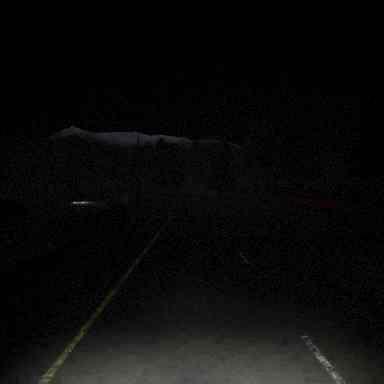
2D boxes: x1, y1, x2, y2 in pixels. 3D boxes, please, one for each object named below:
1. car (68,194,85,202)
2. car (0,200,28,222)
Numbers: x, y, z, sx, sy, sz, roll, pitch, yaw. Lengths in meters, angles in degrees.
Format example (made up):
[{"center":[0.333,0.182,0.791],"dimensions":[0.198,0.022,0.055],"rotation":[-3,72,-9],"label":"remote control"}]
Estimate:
[{"center":[-19.313,0.979,55.619],"dimensions":[1.994,1.385,4.181],"rotation":[-1,2,-35],"label":"car"},{"center":[-14.154,1.372,24.834],"dimensions":[2.128,1.511,4.902],"rotation":[0,0,-1],"label":"car"}]
